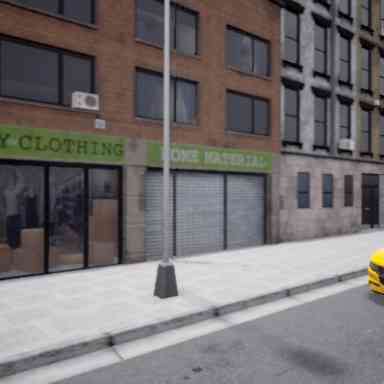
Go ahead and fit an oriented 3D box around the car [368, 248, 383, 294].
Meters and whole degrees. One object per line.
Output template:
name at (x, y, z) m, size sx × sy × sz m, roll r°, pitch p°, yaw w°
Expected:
car at (5.990, 1.481, 7.654) m, size 5.008 × 1.535 × 1.882 m, roll 0°, pitch 0°, yaw -36°
